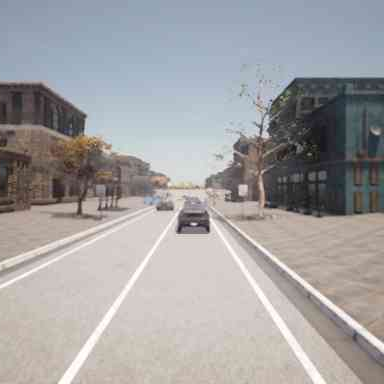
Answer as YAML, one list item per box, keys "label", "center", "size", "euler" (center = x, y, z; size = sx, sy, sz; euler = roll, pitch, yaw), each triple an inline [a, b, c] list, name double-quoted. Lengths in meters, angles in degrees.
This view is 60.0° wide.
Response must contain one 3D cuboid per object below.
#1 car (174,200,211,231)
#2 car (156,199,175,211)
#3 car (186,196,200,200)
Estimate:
- label: "car"
  center: [0.104, 1.473, 20.236]
  size: [1.837, 1.490, 4.892]
  euler: [0, 0, 0]
- label: "car"
  center: [-3.083, 1.502, 38.928]
  size: [1.994, 1.385, 4.181]
  euler: [0, 0, 0]
- label: "car"
  center: [0.108, 1.290, 39.399]
  size: [2.097, 1.767, 4.553]
  euler: [0, 0, 0]
